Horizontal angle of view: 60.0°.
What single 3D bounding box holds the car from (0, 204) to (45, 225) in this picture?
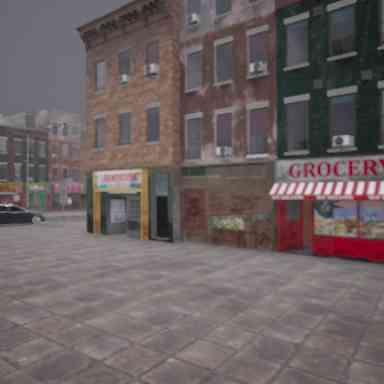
[{"bbox_3d":[-12.556,1.610,22.731,1.837,1.490,4.892,-1,-1,37],"label":"car"}]
